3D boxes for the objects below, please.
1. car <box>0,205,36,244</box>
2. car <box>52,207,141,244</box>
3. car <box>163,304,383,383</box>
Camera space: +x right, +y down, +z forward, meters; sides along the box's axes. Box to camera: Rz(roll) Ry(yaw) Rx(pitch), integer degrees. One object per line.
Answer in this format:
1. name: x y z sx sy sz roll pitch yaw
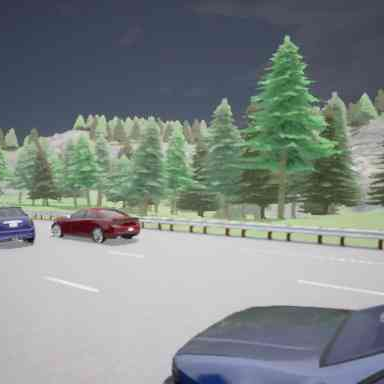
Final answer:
1. car: -8.942 1.351 14.666 4.553 1.767 2.097 0 0 35
2. car: -4.684 1.477 15.929 5.008 1.535 1.882 0 0 35
3. car: 2.339 1.547 2.325 5.357 1.411 2.033 0 0 35
